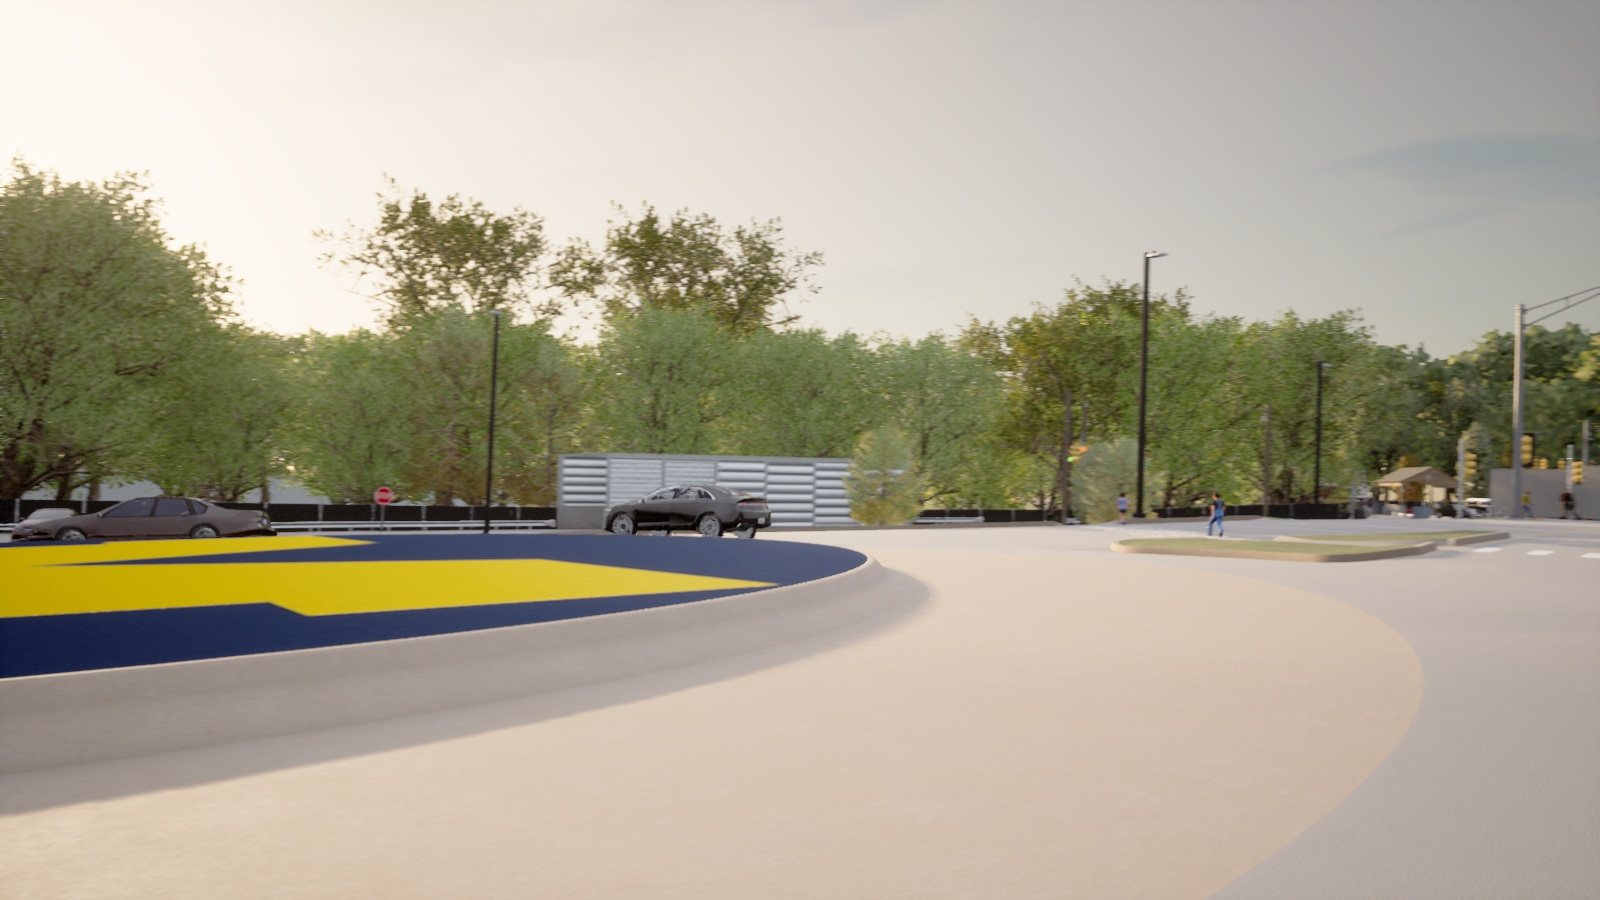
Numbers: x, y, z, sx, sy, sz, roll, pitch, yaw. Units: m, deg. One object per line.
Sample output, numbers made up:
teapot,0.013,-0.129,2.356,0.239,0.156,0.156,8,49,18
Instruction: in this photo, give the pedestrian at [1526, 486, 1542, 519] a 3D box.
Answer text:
pedestrian,41.454,2.943,70.904,0.354,1.836,0.706,4,-3,-43

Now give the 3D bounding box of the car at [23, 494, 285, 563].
car,-15.826,1.957,31.055,5.357,1.411,2.033,-1,-8,-9

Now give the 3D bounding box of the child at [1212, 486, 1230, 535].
child,11.146,1.600,33.225,0.270,1.263,0.437,2,-2,-7

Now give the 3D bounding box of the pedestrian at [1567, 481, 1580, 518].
pedestrian,39.418,2.534,63.999,0.720,1.854,0.376,4,-3,-41

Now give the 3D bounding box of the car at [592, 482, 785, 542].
car,-3.044,1.677,34.037,4.902,1.511,2.128,-2,-3,31

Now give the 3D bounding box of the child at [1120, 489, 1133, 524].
child,10.324,1.780,39.694,0.255,1.110,0.394,2,-2,-6

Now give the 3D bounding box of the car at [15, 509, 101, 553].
car,-26.680,2.959,45.284,1.812,1.442,4.674,0,-5,-20
